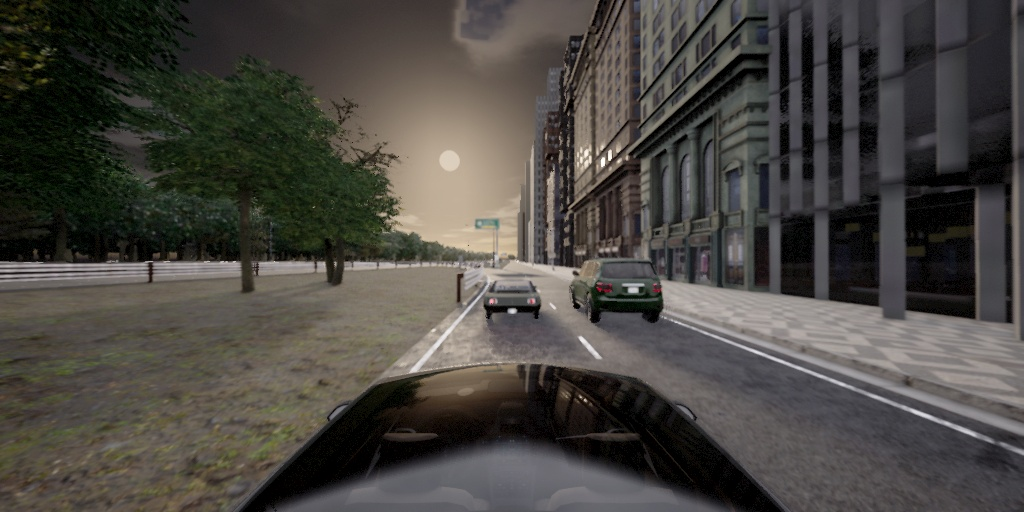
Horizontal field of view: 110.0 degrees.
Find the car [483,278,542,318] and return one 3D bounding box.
[{"bbox_3d":[0.032,1.485,13.567,1.895,1.301,4.718,0,-1,0],"label":"car"}]

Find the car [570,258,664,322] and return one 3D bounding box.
[{"bbox_3d":[3.525,1.101,13.025,2.150,2.045,5.566,0,0,0],"label":"car"}]
